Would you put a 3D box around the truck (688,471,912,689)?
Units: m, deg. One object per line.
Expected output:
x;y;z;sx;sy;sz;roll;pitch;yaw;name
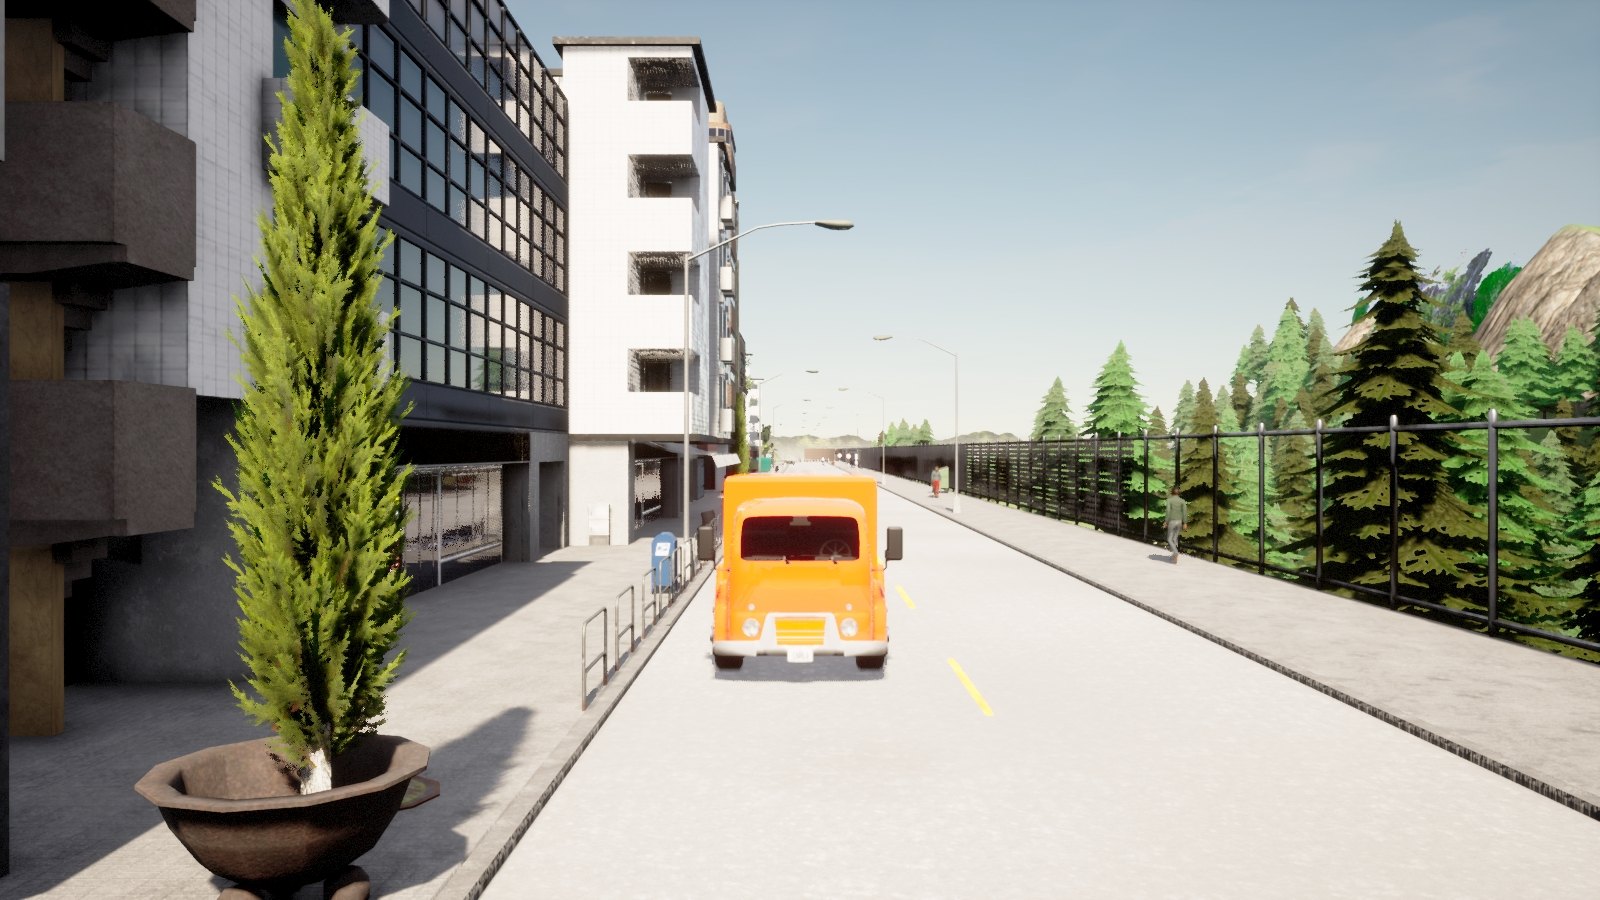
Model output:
0.001;1.575;16.042;2.627;2.467;5.204;0;0;0;truck

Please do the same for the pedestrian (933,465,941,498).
7.671;1.770;64.067;0.375;1.860;0.375;0;0;0;pedestrian

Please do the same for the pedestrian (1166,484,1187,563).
8.978;1.756;27.251;0.375;1.860;0.375;0;0;-3;pedestrian
